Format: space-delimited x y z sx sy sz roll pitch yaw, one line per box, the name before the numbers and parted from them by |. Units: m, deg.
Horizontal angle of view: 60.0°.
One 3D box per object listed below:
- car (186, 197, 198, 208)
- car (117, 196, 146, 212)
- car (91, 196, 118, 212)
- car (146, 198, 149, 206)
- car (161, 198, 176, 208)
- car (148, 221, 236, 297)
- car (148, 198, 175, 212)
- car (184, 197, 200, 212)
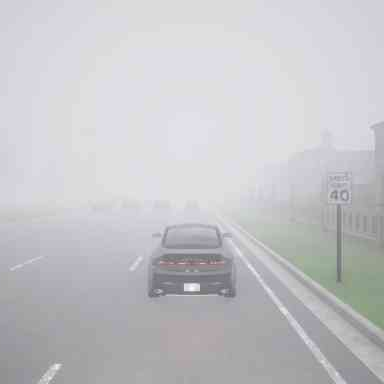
car | -0.002 1.526 49.568 1.812 1.442 4.674 0 0 0
car | -7.001 1.477 39.148 1.882 1.535 5.008 0 0 0
car | -10.501 1.564 39.531 1.994 1.385 4.181 0 0 0
car | -7.002 1.564 49.568 1.994 1.385 4.181 0 0 0
car | -3.501 1.601 49.622 1.895 1.301 4.718 0 0 0
car | 0.000 1.504 8.535 1.837 1.490 4.892 0 0 0
car | -3.501 1.491 39.148 2.128 1.511 4.902 0 0 0
car | -0.001 1.547 39.148 2.033 1.411 5.357 0 0 0
